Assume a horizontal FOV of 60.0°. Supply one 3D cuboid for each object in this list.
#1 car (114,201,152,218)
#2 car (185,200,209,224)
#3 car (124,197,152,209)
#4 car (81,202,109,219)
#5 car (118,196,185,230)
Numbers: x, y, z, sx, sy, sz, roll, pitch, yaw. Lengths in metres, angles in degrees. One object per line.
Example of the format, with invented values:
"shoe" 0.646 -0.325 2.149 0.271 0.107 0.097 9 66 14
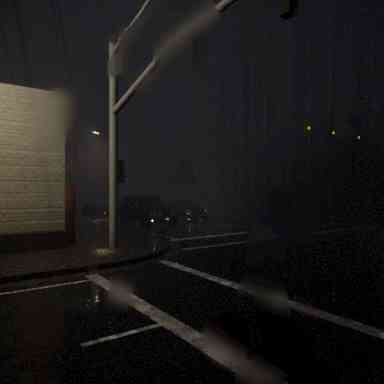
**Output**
"car" -5.737 1.618 32.089 1.994 1.385 4.181 0 0 -35
"car" -0.717 1.406 25.061 2.097 1.767 4.553 0 0 -36
"car" -7.746 1.531 47.239 1.882 1.535 5.008 0 0 -36
"car" -8.550 1.619 30.013 1.994 1.385 4.181 0 0 -35
"car" -3.084 1.276 22.348 2.150 2.045 5.566 0 0 -36
